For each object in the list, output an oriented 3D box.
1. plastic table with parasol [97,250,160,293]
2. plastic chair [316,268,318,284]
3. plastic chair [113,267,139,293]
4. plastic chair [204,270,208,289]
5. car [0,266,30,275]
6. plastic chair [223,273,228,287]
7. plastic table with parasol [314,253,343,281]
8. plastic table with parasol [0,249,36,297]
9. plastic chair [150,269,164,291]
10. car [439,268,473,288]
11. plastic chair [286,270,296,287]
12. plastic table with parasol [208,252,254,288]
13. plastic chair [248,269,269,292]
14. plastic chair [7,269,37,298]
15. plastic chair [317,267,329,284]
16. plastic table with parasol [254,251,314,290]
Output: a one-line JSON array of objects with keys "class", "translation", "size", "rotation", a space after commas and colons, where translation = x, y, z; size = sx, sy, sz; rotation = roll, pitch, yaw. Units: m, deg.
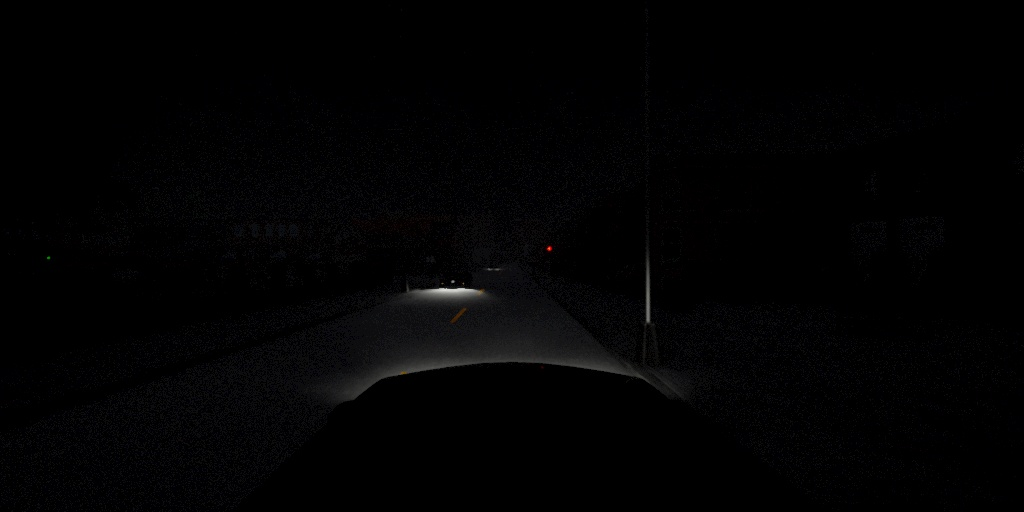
[{"class": "plastic table with parasol", "translation": [-22.281, 0.887, 20.933], "size": [2.482, 2.480, 2.482], "rotation": [0, 0, -42]}, {"class": "plastic chair", "translation": [-12.613, 1.529, 22.168], "size": [0.730, 1.272, 0.750], "rotation": [0, 0, -40]}, {"class": "plastic chair", "translation": [-21.567, 1.420, 20.052], "size": [0.750, 1.272, 0.730], "rotation": [0, 0, -42]}, {"class": "plastic chair", "translation": [-20.310, 1.552, 24.186], "size": [0.730, 1.272, 0.750], "rotation": [0, 0, -40]}, {"class": "car", "translation": [-50.707, 1.675, 35.625], "size": [5.357, 1.411, 2.033], "rotation": [0, -1, 0]}, {"class": "plastic chair", "translation": [-18.575, 1.559, 23.897], "size": [0.750, 1.272, 0.730], "rotation": [0, 0, -40]}, {"class": "plastic table with parasol", "translation": [-14.081, 1.005, 25.914], "size": [2.482, 2.480, 2.482], "rotation": [0, 0, -40]}, {"class": "plastic table with parasol", "translation": [-26.077, 0.798, 17.669], "size": [2.482, 2.480, 2.482], "rotation": [0, 0, -39]}, {"class": "plastic chair", "translation": [-21.240, 1.509, 21.666], "size": [0.730, 1.272, 0.750], "rotation": [0, 0, -40]}, {"class": "car", "translation": [-4.018, 1.590, 26.425], "size": [1.994, 1.385, 4.181], "rotation": [0, -1, 0]}, {"class": "plastic chair", "translation": [-12.907, 1.494, 20.418], "size": [0.750, 1.272, 0.730], "rotation": [0, 0, -40]}, {"class": "plastic table with parasol", "translation": [-19.312, 0.963, 24.918], "size": [2.482, 2.480, 2.482], "rotation": [0, 0, -40]}, {"class": "plastic chair", "translation": [-14.641, 1.487, 20.692], "size": [0.730, 1.272, 0.750], "rotation": [0, 0, -40]}, {"class": "plastic chair", "translation": [-25.068, 1.481, 18.416], "size": [0.730, 1.272, 0.750], "rotation": [0, 0, -41]}, {"class": "plastic chair", "translation": [-13.344, 1.596, 24.893], "size": [0.750, 1.272, 0.730], "rotation": [0, 0, -40]}, {"class": "plastic table with parasol", "translation": [-13.644, 0.920, 21.424], "size": [2.482, 2.480, 2.482], "rotation": [0, 0, -40]}]
